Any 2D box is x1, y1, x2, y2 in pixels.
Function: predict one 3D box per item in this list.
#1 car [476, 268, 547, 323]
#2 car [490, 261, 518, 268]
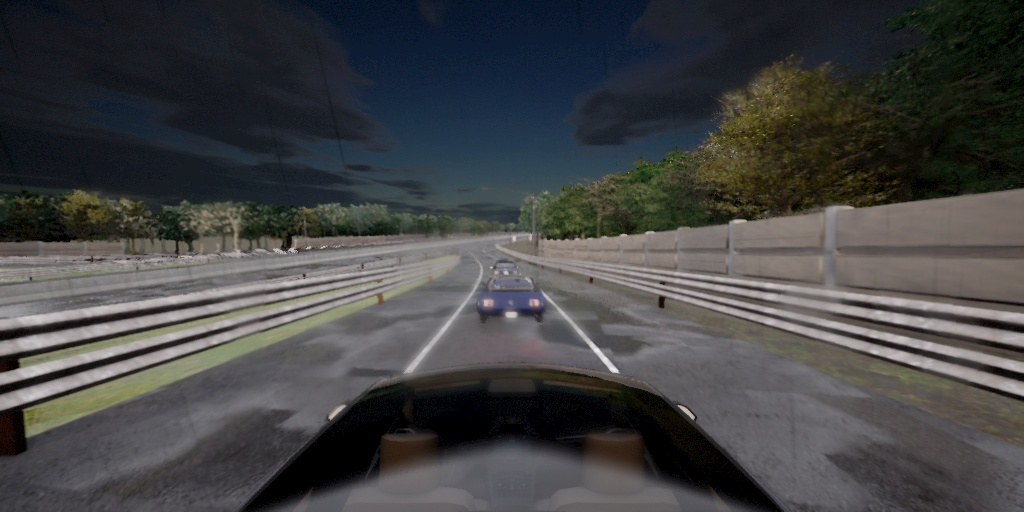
[{"bbox_3d":[-0.033,1.246,11.669,1.895,1.301,4.718,0,1,-1],"label":"car"},{"bbox_3d":[-0.514,1.049,25.253,2.033,1.411,5.357,0,1,-3],"label":"car"}]
